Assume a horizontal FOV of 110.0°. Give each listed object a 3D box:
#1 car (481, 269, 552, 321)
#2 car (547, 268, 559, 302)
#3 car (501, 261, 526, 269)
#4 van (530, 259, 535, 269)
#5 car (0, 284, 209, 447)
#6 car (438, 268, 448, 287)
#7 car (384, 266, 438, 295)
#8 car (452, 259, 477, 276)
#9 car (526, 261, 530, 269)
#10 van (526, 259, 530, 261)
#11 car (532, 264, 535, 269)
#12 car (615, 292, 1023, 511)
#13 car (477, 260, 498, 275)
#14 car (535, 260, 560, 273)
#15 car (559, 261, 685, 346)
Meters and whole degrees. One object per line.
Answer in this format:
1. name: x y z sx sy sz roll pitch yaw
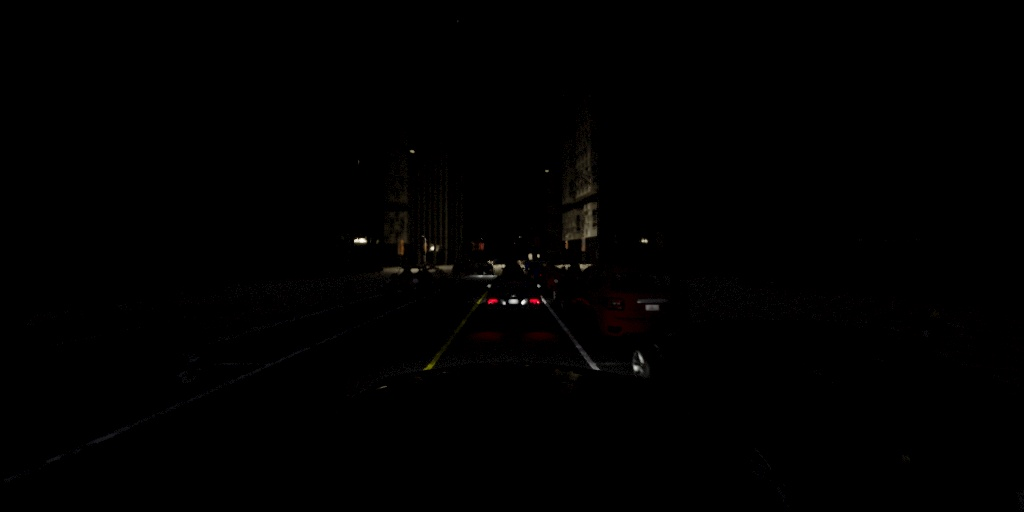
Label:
1. car: 0.062 1.365 12.774 2.033 1.411 5.357 0 0 0
2. car: 2.756 1.376 14.942 1.888 1.381 4.507 0 0 0
3. car: 0.072 1.446 32.801 1.837 1.490 4.892 0 0 0
4. van: 2.749 1.274 31.480 1.690 1.789 3.998 0 0 0
5. car: -5.764 1.203 3.906 1.967 1.591 4.097 0 0 0
6. car: -5.774 1.424 25.788 1.751 1.417 4.829 0 0 0
7. car: -5.771 1.305 20.445 1.967 1.591 4.097 0 0 0
8. car: -5.782 1.316 42.498 2.192 1.841 5.009 0 0 0
9. car: 2.743 1.567 42.505 1.948 1.339 4.313 0 0 0
10. van: 2.738 1.411 53.529 1.690 1.789 3.998 0 0 0
11. car: 2.751 1.444 25.967 1.888 1.381 4.507 0 0 0
12. car: 2.762 1.329 3.917 1.948 1.339 4.313 0 0 0
13. car: -3.117 1.552 42.993 2.033 1.411 5.357 0 0 0
14. car: 2.754 1.180 20.455 2.192 1.841 5.009 0 0 0
15. car: 2.759 1.112 9.430 2.192 1.841 5.009 0 0 0
